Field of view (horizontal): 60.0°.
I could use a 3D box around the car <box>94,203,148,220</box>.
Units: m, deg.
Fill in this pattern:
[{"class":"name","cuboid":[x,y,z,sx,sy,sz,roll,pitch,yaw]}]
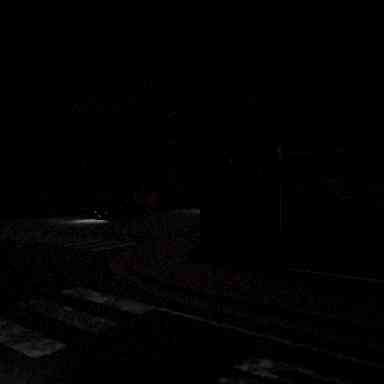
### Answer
[{"class":"car","cuboid":[-6.421,1.716,30.834,2.033,1.411,5.357,0,0,36]}]
